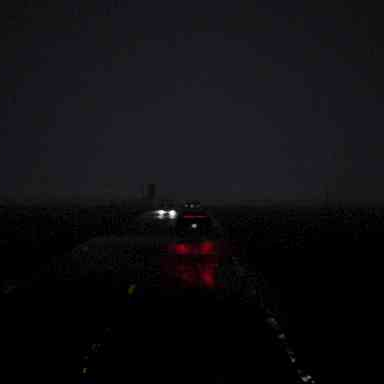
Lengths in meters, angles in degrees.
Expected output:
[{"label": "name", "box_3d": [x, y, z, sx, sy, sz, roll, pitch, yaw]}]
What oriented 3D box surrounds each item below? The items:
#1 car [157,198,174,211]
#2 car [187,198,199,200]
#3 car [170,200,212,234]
[{"label": "car", "box_3d": [-2.800, 1.415, 38.200, 1.994, 1.385, 4.181, 0, 0, 1]}, {"label": "car", "box_3d": [0.096, 1.404, 36.053, 2.033, 1.411, 5.357, 0, 0, 0]}, {"label": "car", "box_3d": [0.100, 1.411, 18.569, 2.128, 1.511, 4.902, 0, 0, 0]}]
